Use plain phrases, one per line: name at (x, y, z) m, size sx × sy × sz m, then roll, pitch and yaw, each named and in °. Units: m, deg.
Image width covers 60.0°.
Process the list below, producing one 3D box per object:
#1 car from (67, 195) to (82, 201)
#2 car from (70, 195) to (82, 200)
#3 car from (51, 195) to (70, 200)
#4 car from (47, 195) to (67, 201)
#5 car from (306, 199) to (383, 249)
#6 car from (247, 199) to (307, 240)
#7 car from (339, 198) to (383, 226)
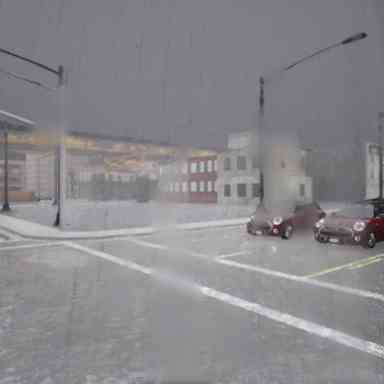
car at (-29.001, 1.582, 83.126) m, size 2.038 × 1.542 × 4.974 m, roll 0°, pitch 0°, yaw -8°
car at (-29.009, 1.424, 83.177) m, size 1.853 × 1.218 × 4.536 m, roll 0°, pitch 0°, yaw -8°
car at (-32.772, 1.436, 82.895) m, size 4.536 × 1.218 × 1.853 m, roll 0°, pitch 0°, yaw 22°
car at (-32.724, 1.594, 82.876) m, size 4.974 × 1.542 × 2.038 m, roll 0°, pitch 0°, yaw 22°
car at (7.201, 1.241, 14.132) m, size 4.553 × 1.767 × 2.097 m, roll -1°, pitch 1°, yaw -38°
car at (4.842, 1.255, 16.727) m, size 4.553 × 1.767 × 2.097 m, roll -1°, pitch 1°, yaw -38°
car at (12.023, 1.256, 22.381) m, size 4.892 × 1.490 × 1.837 m, roll -1°, pitch 1°, yaw -38°
